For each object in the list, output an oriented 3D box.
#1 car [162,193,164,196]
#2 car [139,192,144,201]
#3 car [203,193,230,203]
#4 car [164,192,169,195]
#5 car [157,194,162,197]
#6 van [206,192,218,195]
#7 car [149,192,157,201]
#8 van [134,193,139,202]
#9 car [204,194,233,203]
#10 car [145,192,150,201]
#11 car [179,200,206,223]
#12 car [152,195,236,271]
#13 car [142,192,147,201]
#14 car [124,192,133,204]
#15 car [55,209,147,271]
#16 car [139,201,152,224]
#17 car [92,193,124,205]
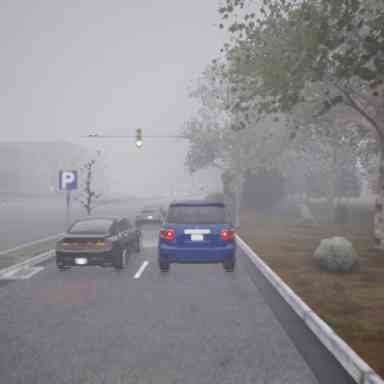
[{"bbox_3d":[-10.632,1.338,86.356,5.008,1.535,2.097,-1,0,-12],"label":"car"},{"bbox_3d":[-13.054,1.338,68.391,4.892,1.521,2.231,-1,0,-14],"label":"car"},{"bbox_3d":[4.629,1.156,62.010,4.553,1.767,2.185,1,0,-14],"label":"car"},{"bbox_3d":[-9.671,1.338,92.317,5.008,1.535,2.097,-1,0,-11],"label":"car"},{"bbox_3d":[-11.052,1.086,83.377,5.566,2.045,2.435,-1,0,-12],"label":"car"},{"bbox_3d":[4.247,1.057,59.040,4.442,1.987,1.878,1,0,-14],"label":"van"},{"bbox_3d":[-11.501,1.378,80.371,4.674,1.452,2.002,-1,0,-12],"label":"car"},{"bbox_3d":[-13.280,1.108,65.420,4.442,1.987,1.878,-1,0,-14],"label":"van"},{"bbox_3d":[5.163,1.280,65.004,5.366,1.575,1.946,1,0,-13],"label":"car"},{"bbox_3d":[-12.313,1.377,74.388,4.674,1.452,2.002,-1,0,-13],"label":"car"},{"bbox_3d":[-0.071,1.534,27.039,1.837,1.490,4.892,1,1,-4],"label":"car"},{"bbox_3d":[0.149,1.243,11.087,2.150,2.045,5.566,0,0,0],"label":"car"},{"bbox_3d":[-12.683,1.377,71.386,4.674,1.452,2.002,-1,0,-13],"label":"car"},{"bbox_3d":[-13.836,1.328,59.428,5.366,1.575,1.946,-1,0,-15],"label":"car"},{"bbox_3d":[-2.851,1.528,11.027,1.837,1.490,4.892,0,0,0],"label":"car"},{"bbox_3d":[-2.716,1.595,23.513,1.994,1.385,4.181,1,0,0],"label":"car"},{"bbox_3d":[-14.479,1.370,56.435,4.792,1.488,2.163,-1,0,-15],"label":"car"}]
